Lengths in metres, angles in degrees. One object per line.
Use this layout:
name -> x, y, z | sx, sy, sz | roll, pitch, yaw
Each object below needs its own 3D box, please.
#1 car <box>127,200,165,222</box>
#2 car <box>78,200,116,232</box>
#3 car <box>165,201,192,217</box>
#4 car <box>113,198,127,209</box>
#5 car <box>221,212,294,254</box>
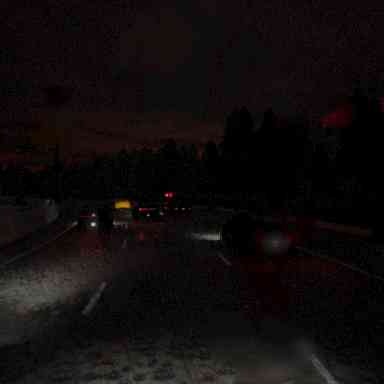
car -> -3.812, 1.479, 26.773 | 2.128, 1.511, 4.902 | 0, 0, -14
car -> -5.853, 1.503, 20.477 | 1.837, 1.490, 4.892 | 0, 0, -11
car -> -1.520, 1.525, 31.654 | 2.033, 1.411, 5.357 | 0, 0, -17
car -> -9.123, 1.466, 41.732 | 1.882, 1.535, 5.008 | 0, 0, -23
car -> 2.476, 1.508, 13.342 | 1.812, 1.442, 4.674 | 0, 0, -7
